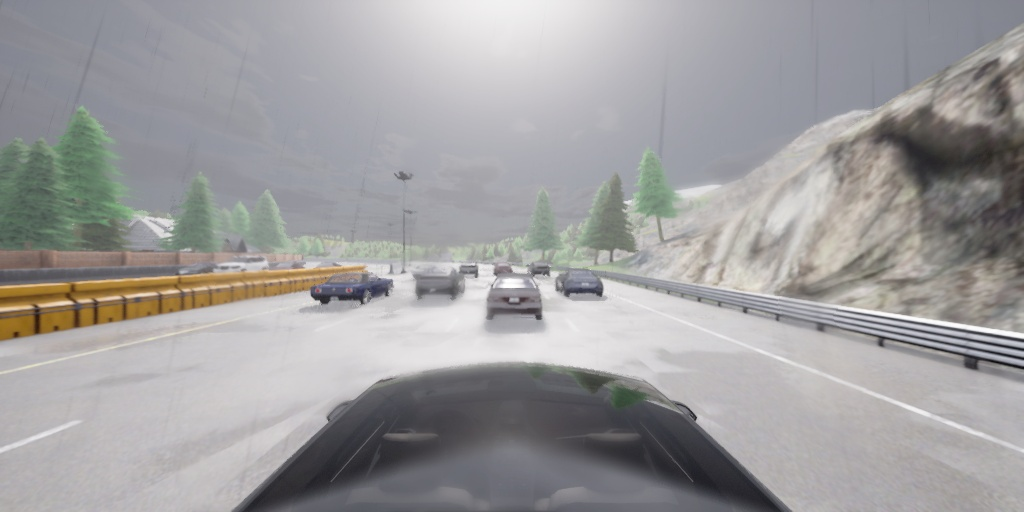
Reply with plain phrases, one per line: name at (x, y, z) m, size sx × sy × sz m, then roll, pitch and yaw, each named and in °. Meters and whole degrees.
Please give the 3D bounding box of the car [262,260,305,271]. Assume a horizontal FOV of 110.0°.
car at (-22.066, 1.344, 35.287) m, size 1.812 × 1.442 × 4.674 m, roll 0°, pitch 0°, yaw -7°

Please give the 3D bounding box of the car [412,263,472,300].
car at (-3.446, 1.276, 17.864) m, size 2.128 × 1.511 × 4.902 m, roll 0°, pitch 0°, yaw -1°

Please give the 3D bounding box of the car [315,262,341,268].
car at (-18.668, 1.347, 36.330) m, size 1.812 × 1.442 × 4.674 m, roll 0°, pitch 0°, yaw -7°

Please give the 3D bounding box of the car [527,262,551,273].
car at (2.655, 1.329, 36.239) m, size 1.837 × 1.490 × 4.892 m, roll 0°, pitch 0°, yaw -6°

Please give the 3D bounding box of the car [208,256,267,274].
car at (-25.433, 1.035, 34.081) m, size 2.150 × 2.045 × 5.566 m, roll 0°, pitch 0°, yaw -6°

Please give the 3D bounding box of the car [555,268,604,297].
car at (3.532, 1.352, 19.396) m, size 1.994 × 1.385 × 4.181 m, roll 0°, pitch 0°, yaw -1°

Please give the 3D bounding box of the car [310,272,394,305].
car at (-6.919, 1.381, 16.173) m, size 1.895 × 1.301 × 4.718 m, roll 0°, pitch 0°, yaw 0°

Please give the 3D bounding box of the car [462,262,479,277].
car at (-4.422, 1.315, 36.593) m, size 2.128 × 1.511 × 4.902 m, roll 0°, pitch 0°, yaw -6°

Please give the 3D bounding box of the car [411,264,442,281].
car at (-7.491, 1.413, 31.878) m, size 1.895 × 1.301 × 4.718 m, roll 0°, pitch 0°, yaw -4°

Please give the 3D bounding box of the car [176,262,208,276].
car at (-28.934, 1.307, 33.678) m, size 2.128 × 1.511 × 4.902 m, roll 0°, pitch 0°, yaw -6°

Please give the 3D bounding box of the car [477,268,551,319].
car at (0.086, 1.321, 12.911) m, size 2.033 × 1.411 × 5.357 m, roll 0°, pitch 0°, yaw 0°

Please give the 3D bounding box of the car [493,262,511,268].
car at (-1.033, 1.351, 37.942) m, size 1.812 × 1.442 × 4.674 m, roll 0°, pitch 0°, yaw -6°
